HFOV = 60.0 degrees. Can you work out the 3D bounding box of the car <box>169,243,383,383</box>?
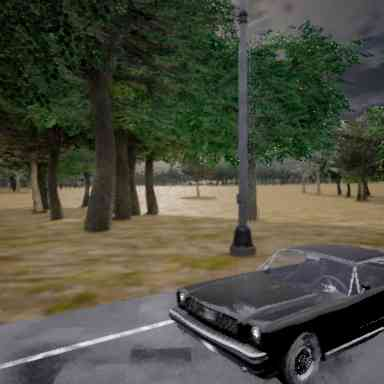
[{"bbox_3d":[2.030,1.596,5.372,4.718,1.301,1.895,0,0,-35],"label":"car"}]
